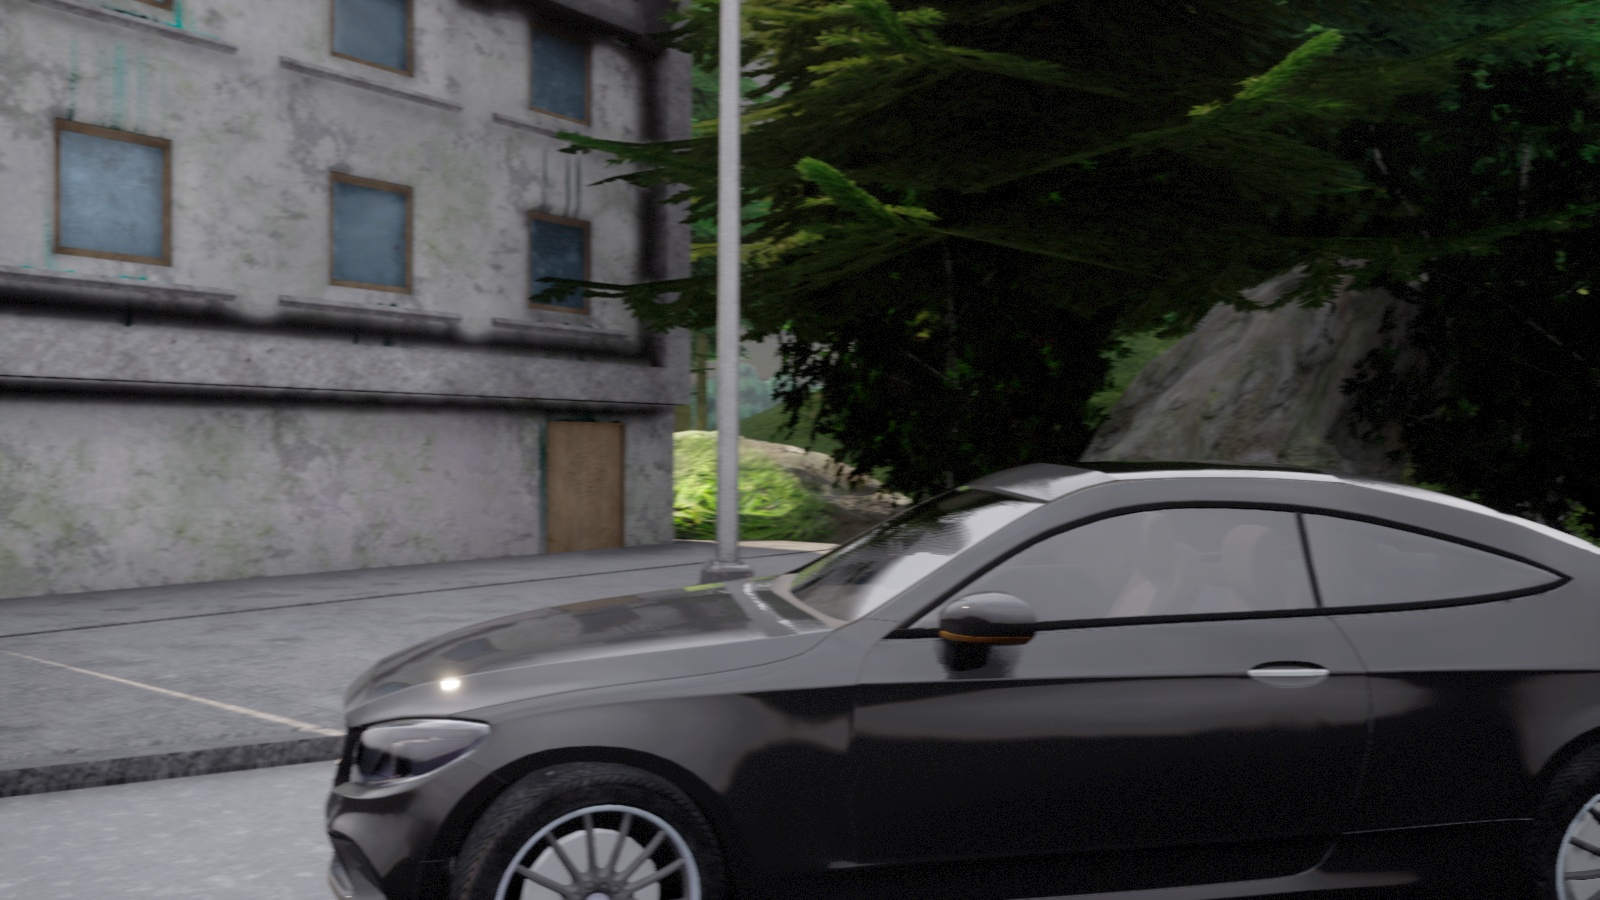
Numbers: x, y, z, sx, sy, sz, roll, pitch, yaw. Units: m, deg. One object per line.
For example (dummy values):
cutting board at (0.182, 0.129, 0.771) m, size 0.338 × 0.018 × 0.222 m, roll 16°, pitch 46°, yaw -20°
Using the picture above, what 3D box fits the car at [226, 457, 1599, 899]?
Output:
car at (0.860, 0.756, 4.136) m, size 4.674 × 1.442 × 1.812 m, roll 0°, pitch 0°, yaw -7°
